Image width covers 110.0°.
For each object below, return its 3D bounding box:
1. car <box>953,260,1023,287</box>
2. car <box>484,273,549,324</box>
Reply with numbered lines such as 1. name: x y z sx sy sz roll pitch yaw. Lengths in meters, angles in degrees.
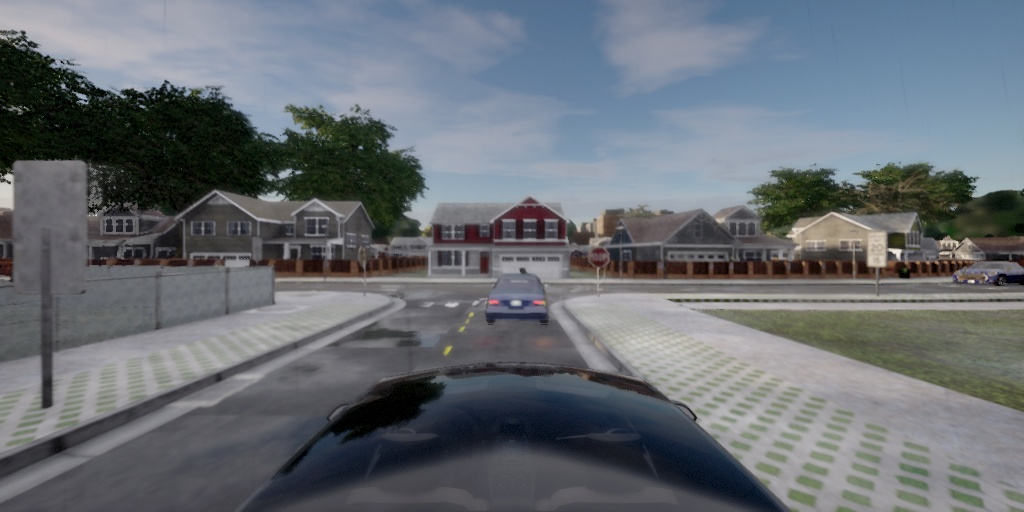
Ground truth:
1. car: 33.787 1.183 25.313 4.553 1.767 2.097 0 0 -16
2. car: 0.232 1.266 11.811 2.033 1.411 5.357 0 0 3
